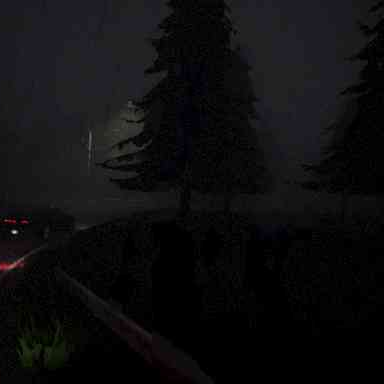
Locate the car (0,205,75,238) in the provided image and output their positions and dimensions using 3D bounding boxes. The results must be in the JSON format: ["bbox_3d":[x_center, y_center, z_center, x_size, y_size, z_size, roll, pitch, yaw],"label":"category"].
[{"bbox_3d":[-7.394,1.408,16.484,1.837,1.490,4.892,4,1,2],"label":"car"}]
